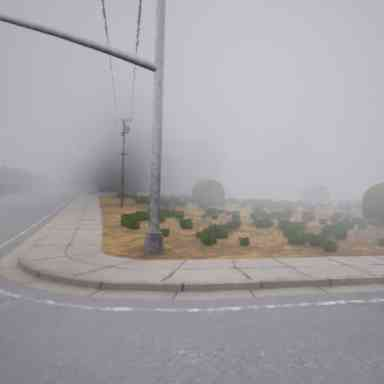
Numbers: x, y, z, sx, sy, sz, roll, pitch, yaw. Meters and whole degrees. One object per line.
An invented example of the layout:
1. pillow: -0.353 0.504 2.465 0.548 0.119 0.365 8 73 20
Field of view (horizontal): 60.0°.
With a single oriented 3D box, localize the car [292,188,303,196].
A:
1. car: 23.627 0.039 73.857 1.905 1.878 3.866 9 7 30
